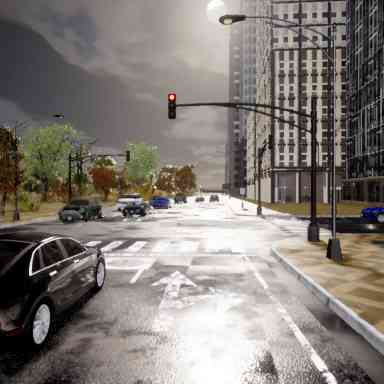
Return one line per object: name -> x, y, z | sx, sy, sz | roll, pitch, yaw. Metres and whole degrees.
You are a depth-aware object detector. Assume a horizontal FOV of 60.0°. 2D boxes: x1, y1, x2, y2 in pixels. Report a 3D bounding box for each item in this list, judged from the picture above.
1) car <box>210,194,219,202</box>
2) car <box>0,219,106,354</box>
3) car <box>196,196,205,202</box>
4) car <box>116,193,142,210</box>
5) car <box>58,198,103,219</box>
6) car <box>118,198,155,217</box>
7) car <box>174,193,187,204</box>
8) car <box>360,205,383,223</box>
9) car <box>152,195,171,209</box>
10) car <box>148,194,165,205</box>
car -> 5.292, 1.364, 78.818 | 2.097, 1.767, 4.553 | 0, 0, 5
car -> -3.023, 1.504, 6.175 | 1.837, 1.490, 4.892 | 0, 0, 1
car -> 1.950, 1.602, 77.781 | 1.895, 1.301, 4.718 | 0, 0, 5
car -> -7.603, 1.211, 41.198 | 2.150, 2.045, 5.566 | 0, 0, 5
car -> -8.755, 1.336, 26.437 | 2.097, 1.767, 4.553 | 0, 0, 4
car -> -5.130, 1.549, 31.264 | 1.994, 1.385, 4.181 | 0, 0, 5
car -> -2.263, 1.222, 66.278 | 2.150, 2.045, 5.566 | 0, 0, 5
car -> 14.356, 1.319, 22.991 | 5.008, 1.535, 1.882 | 0, 0, 5
car -> -4.032, 1.469, 44.969 | 1.882, 1.535, 5.008 | 0, 0, 5
car -> -6.177, 1.345, 58.657 | 2.097, 1.767, 4.553 | 0, 0, 5
